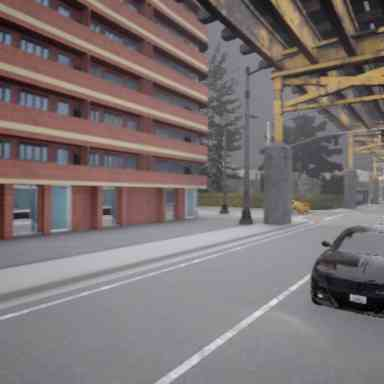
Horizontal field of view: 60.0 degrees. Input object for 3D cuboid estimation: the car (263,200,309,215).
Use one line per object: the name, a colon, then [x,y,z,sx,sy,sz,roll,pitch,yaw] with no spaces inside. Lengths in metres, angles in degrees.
car: [10.193,1.583,36.377,5.008,1.535,1.882,1,0,36]

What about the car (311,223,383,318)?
car: [4.213,1.526,7.601,1.882,1.535,5.008,1,0,35]
